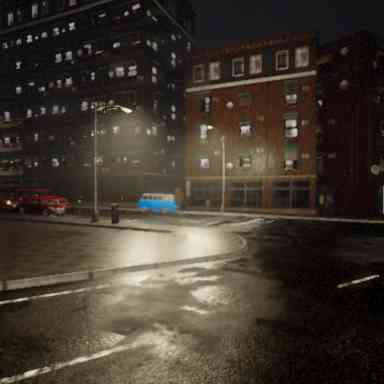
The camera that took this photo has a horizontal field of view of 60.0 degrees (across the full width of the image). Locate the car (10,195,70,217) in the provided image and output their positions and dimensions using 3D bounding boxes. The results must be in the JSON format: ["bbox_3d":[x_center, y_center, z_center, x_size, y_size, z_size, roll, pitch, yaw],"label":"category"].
[{"bbox_3d":[-11.900,1.189,26.301,4.206,1.307,1.802,1,-1,25],"label":"car"}]

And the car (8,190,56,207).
[{"bbox_3d":[-18.565,0.711,38.563,5.009,1.841,2.192,1,-1,25],"label":"car"}]

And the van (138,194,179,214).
[{"bbox_3d":[-3.198,1.088,31.546,3.998,1.788,1.690,1,-1,25],"label":"van"}]

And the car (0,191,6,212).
[{"bbox_3d":[-17.015,0.805,28.643,5.009,1.841,2.192,1,-1,25],"label":"car"}]

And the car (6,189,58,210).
[{"bbox_3d":[-13.655,0.770,29.935,5.566,2.045,2.150,1,0,25],"label":"car"}]
